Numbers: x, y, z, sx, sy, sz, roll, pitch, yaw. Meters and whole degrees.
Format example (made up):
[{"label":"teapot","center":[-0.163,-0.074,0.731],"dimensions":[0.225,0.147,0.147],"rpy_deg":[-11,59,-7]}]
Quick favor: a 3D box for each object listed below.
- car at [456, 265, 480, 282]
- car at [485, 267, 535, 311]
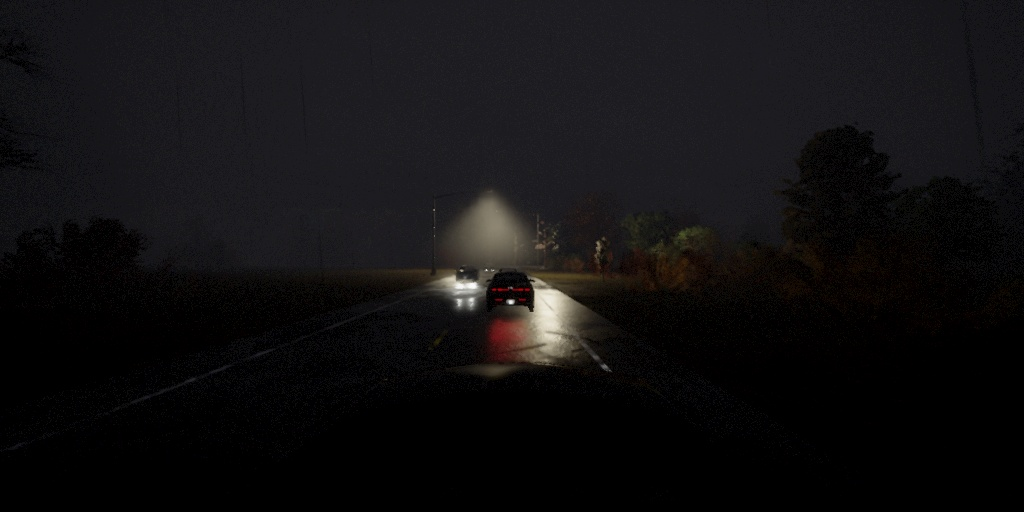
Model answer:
[{"label":"car","center":[-4.037,1.600,33.192],"dimensions":[2.128,1.511,4.902],"rpy_deg":[0,-1,-1]},{"label":"car","center":[-0.076,1.410,15.290],"dimensions":[1.837,1.490,4.892],"rpy_deg":[0,0,-1]}]
